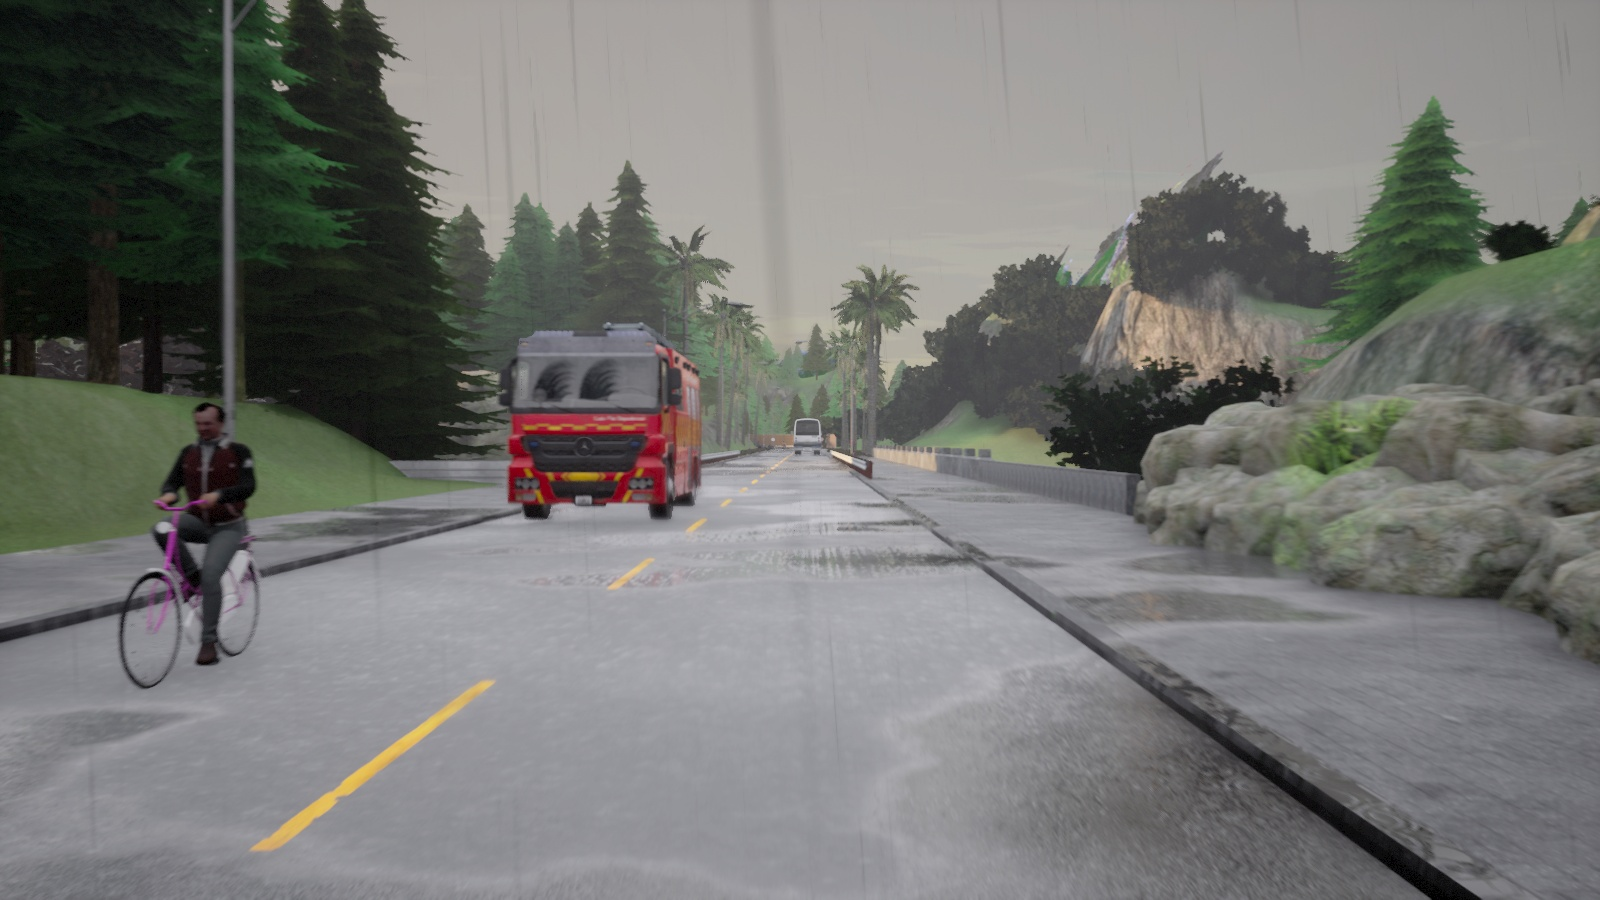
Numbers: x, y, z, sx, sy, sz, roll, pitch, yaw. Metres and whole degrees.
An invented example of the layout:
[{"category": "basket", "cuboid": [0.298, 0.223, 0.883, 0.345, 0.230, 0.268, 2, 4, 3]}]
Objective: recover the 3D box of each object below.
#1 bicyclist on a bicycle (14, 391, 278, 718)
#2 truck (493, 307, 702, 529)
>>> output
[{"category": "bicyclist on a bicycle", "cuboid": [-3.940, 0.566, 7.751, 0.659, 1.776, 1.843, 0, 0, 0]}, {"category": "truck", "cuboid": [-3.835, -0.582, 25.981, 2.891, 3.827, 8.468, 0, 0, 0]}]
